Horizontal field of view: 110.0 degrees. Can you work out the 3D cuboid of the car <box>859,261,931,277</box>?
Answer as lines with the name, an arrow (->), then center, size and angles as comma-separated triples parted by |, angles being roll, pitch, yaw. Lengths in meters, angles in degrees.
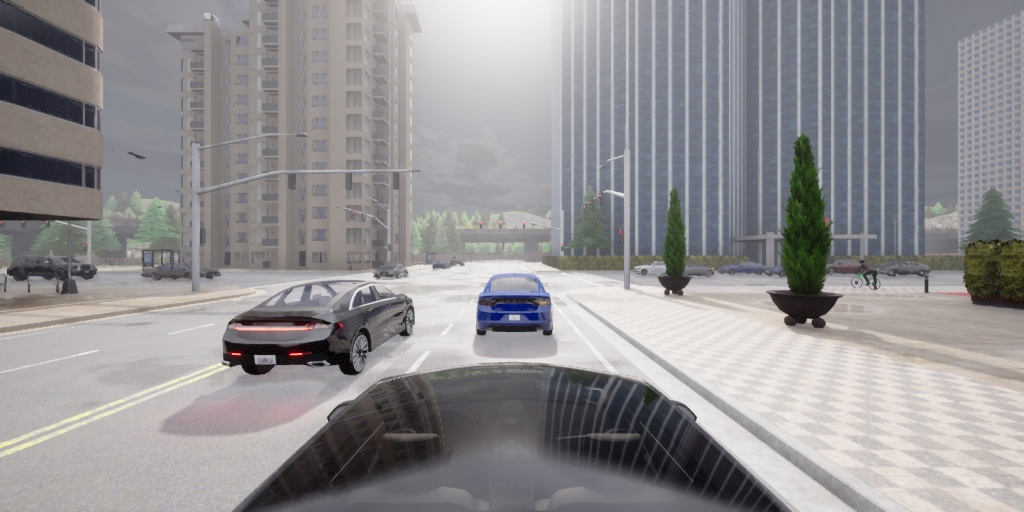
car -> 37.233, 1.241, 34.577 | 4.902, 1.511, 2.128 | 0, 0, 0

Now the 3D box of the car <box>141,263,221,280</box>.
car -> -27.823, 1.297, 30.204 | 5.357, 1.411, 2.033 | 0, 0, -1

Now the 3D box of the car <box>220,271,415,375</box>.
car -> -3.446, 1.242, 7.455 | 2.128, 1.511, 4.902 | 0, 0, 0

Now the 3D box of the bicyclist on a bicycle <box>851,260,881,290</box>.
bicyclist on a bicycle -> 19.632, 1.051, 19.926 | 0.582, 1.620, 1.656 | 0, 0, -1

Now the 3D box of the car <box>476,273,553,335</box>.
car -> 0.071, 1.228, 10.493 | 1.882, 1.535, 5.008 | 0, 0, 0

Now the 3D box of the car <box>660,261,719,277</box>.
car -> 16.993, 1.314, 34.382 | 4.181, 1.385, 1.994 | 0, 0, -1

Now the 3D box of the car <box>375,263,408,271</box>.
car -> -10.617, 1.314, 31.758 | 1.994, 1.385, 4.181 | 0, 0, 0

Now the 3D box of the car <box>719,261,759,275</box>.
car -> 24.273, 1.276, 37.956 | 4.674, 1.442, 1.812 | 0, 0, 0

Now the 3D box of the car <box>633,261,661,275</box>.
car -> 15.190, 1.276, 37.863 | 4.674, 1.442, 1.812 | 0, 0, -1

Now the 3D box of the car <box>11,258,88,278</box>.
car -> -43.385, 1.102, 33.732 | 4.553, 1.767, 2.097 | 0, 0, -1

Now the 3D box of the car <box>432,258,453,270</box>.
car -> -10.622, 1.350, 53.613 | 1.895, 1.301, 4.718 | 0, 0, 0

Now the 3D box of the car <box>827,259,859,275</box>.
car -> 34.359, 1.103, 38.054 | 4.553, 1.767, 2.097 | 0, 0, 0

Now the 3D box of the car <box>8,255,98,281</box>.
car -> -38.488, 0.971, 30.110 | 5.566, 2.045, 2.150 | 0, 0, 0

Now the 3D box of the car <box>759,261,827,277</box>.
car -> 26.912, 1.276, 34.479 | 4.674, 1.442, 1.812 | 0, 0, 0
